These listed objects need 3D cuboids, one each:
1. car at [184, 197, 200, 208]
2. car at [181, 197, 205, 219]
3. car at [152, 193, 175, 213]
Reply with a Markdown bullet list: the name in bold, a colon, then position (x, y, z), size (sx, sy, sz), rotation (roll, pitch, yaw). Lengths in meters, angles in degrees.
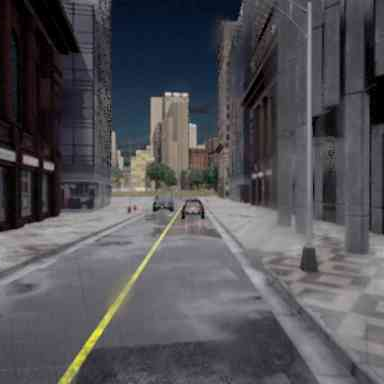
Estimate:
- **car**: position (0.014, 1.459, 47.832), size (2.128, 1.511, 4.902), rotation (0, 0, 1)
- **car**: position (0.086, 1.408, 29.357), size (2.033, 1.649, 4.856), rotation (0, 0, 0)
- **car**: position (-3.104, 1.194, 37.132), size (2.150, 2.045, 5.566), rotation (0, 0, 0)
